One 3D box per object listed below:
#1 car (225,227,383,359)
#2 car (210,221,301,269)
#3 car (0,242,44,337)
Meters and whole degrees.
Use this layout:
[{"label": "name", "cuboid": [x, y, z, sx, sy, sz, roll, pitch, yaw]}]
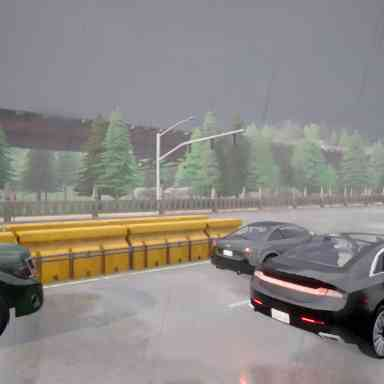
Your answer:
[{"label": "car", "cuboid": [3.181, 1.492, 5.999, 4.902, 1.511, 2.128, 0, 0, -36]}, {"label": "car", "cuboid": [2.572, 1.564, 9.860, 4.181, 1.385, 1.994, 0, 0, -36]}, {"label": "car", "cuboid": [-5.055, 1.222, 4.447, 5.566, 2.045, 2.150, 0, 0, -35]}]
